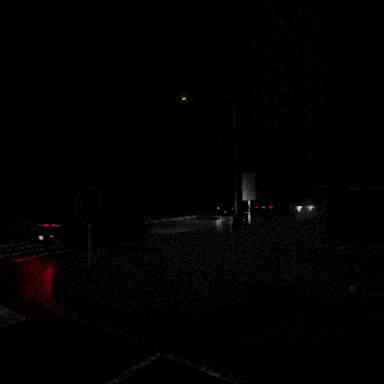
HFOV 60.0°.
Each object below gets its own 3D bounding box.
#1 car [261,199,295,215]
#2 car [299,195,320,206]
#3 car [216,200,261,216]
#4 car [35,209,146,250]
[{"bbox_3d":[7.468,1.299,29.829,2.033,1.411,5.357,-2,-1,36],"label":"car"},{"bbox_3d":[16.849,1.176,47.690,1.882,1.535,5.008,-2,-1,36],"label":"car"},{"bbox_3d":[4.138,1.428,30.253,1.895,1.301,4.718,-2,0,36],"label":"car"},{"bbox_3d":[-4.004,1.401,13.937,2.128,1.511,4.902,-2,0,36],"label":"car"}]
